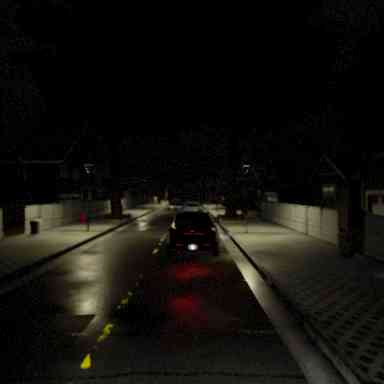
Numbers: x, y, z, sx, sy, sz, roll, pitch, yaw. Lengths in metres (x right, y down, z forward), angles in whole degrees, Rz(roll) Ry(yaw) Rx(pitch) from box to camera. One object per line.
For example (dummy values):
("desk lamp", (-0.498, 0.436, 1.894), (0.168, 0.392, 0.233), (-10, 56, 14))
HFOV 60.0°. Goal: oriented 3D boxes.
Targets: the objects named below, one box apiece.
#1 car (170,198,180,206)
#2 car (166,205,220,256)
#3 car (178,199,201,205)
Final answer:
("car", (-2.802, 1.757, 59.248), (2.033, 1.411, 5.357), (0, 0, 1))
("car", (0.041, 1.502, 13.098), (1.837, 1.490, 4.892), (0, 0, 0))
("car", (0.041, 1.555, 28.785), (1.812, 1.442, 4.674), (0, 0, 0))
